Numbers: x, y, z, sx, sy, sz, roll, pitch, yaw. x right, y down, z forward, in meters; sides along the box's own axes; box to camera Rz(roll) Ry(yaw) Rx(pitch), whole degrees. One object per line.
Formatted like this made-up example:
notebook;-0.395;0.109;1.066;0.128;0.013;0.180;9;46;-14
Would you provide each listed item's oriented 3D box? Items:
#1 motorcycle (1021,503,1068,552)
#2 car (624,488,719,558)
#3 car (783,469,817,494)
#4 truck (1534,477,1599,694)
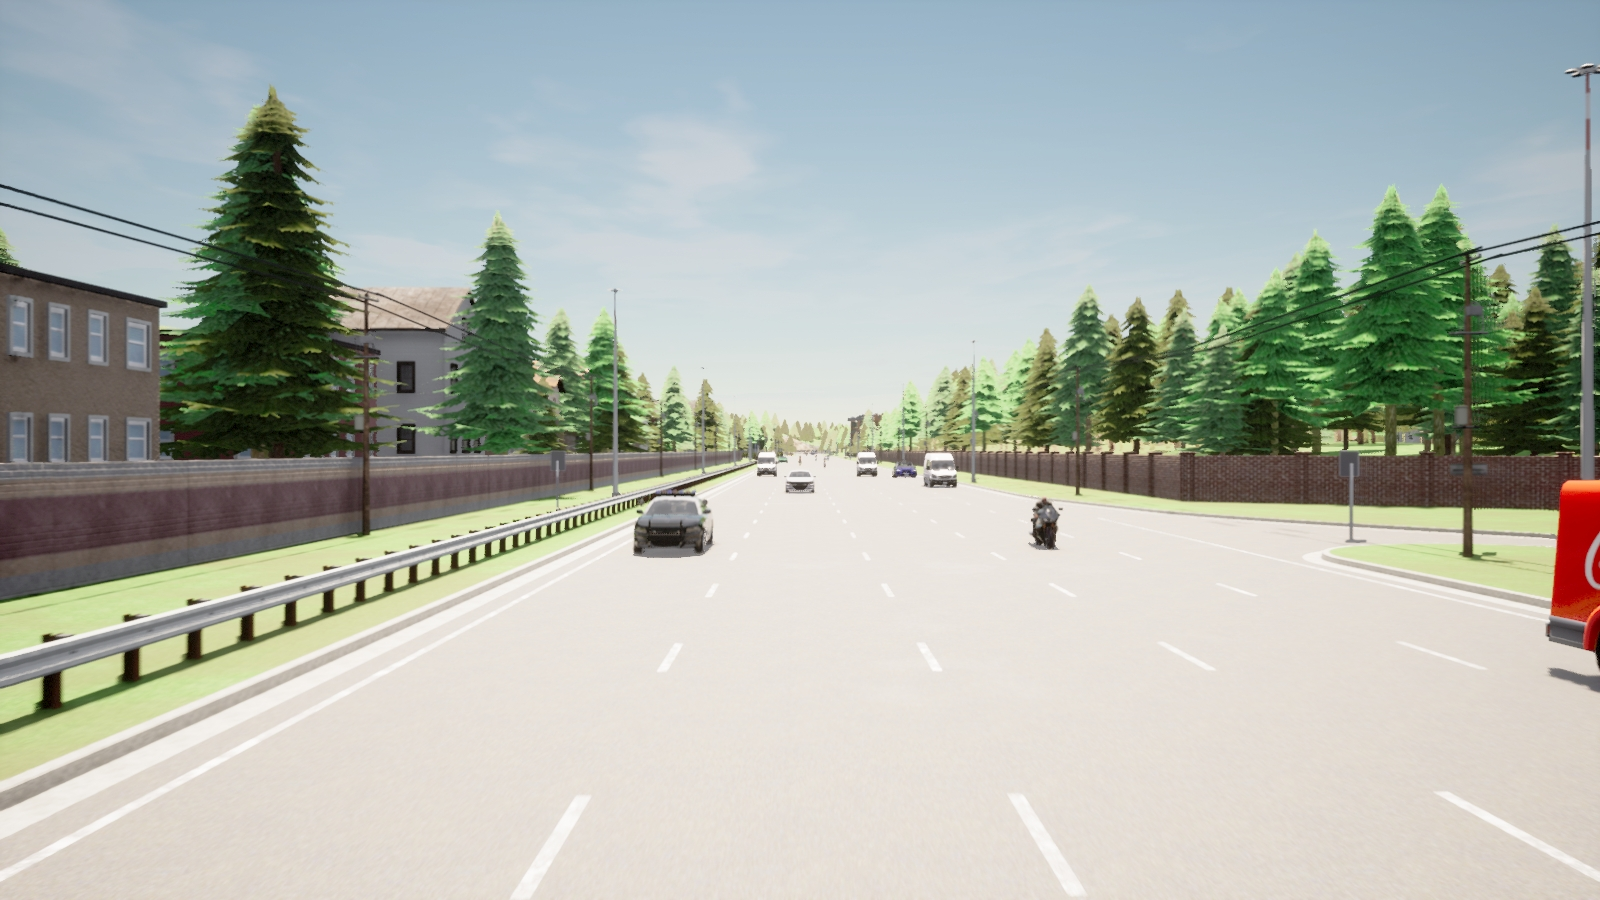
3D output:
motorcycle;7.002;2.205;32.783;0.867;1.251;2.209;0;0;0
car;-3.499;1.982;32.146;2.097;1.638;5.238;0;0;0
car;0.003;2.034;74.793;2.097;1.535;5.006;0;0;0
truck;10.500;1.568;11.697;2.627;2.467;5.204;0;0;0
